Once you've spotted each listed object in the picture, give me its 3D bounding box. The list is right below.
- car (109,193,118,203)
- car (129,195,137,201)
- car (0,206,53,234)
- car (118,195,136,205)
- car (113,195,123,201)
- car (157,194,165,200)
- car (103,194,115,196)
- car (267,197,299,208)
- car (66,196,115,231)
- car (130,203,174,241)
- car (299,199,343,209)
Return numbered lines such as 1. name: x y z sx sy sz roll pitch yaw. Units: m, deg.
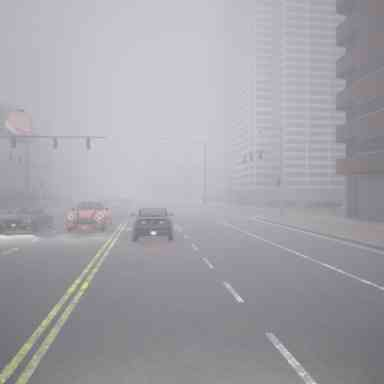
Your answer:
1. car: -16.044 1.425 67.511 1.812 1.442 4.674 0 0 -8
2. car: -14.335 1.404 80.976 1.812 1.442 4.674 0 0 -8
3. car: -9.510 1.537 19.211 1.994 1.385 4.181 0 0 -7
4. car: -11.362 1.461 58.482 2.033 1.411 5.357 0 0 -7
5. car: -17.603 1.477 79.024 1.895 1.301 4.718 0 0 -8
6. car: -8.144 1.226 87.418 2.097 1.767 4.553 0 0 -8
7. car: -14.439 1.482 55.051 1.994 1.385 4.181 0 0 -7
8. car: 12.802 1.413 45.822 5.008 1.535 1.882 0 0 -8
9. car: -6.104 1.322 20.178 2.097 1.767 4.553 0 0 -8
10. car: -1.966 1.482 16.485 1.837 1.490 4.892 0 0 -8
11. car: 16.742 1.541 42.842 4.718 1.301 1.895 0 0 -8
